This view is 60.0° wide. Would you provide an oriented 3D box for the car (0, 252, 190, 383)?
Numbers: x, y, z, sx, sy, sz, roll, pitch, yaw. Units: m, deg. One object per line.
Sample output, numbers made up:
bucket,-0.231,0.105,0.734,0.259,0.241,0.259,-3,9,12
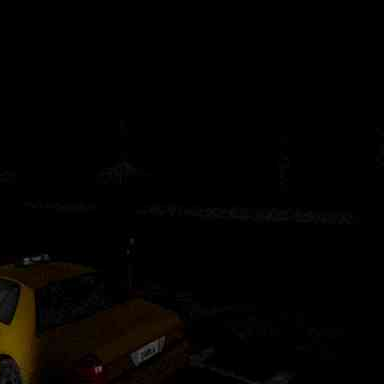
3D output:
car,-2.304,1.525,4.601,4.829,1.417,1.752,0,0,35
